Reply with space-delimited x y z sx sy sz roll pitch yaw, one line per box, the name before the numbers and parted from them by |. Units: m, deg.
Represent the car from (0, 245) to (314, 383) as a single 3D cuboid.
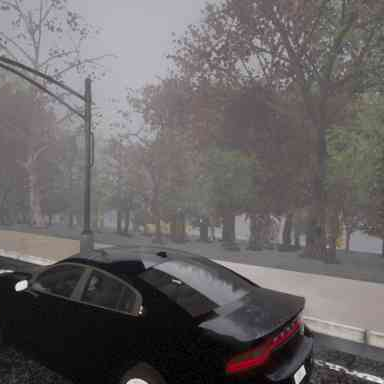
car | -1.021 1.477 4.467 5.008 1.535 1.882 0 0 36
